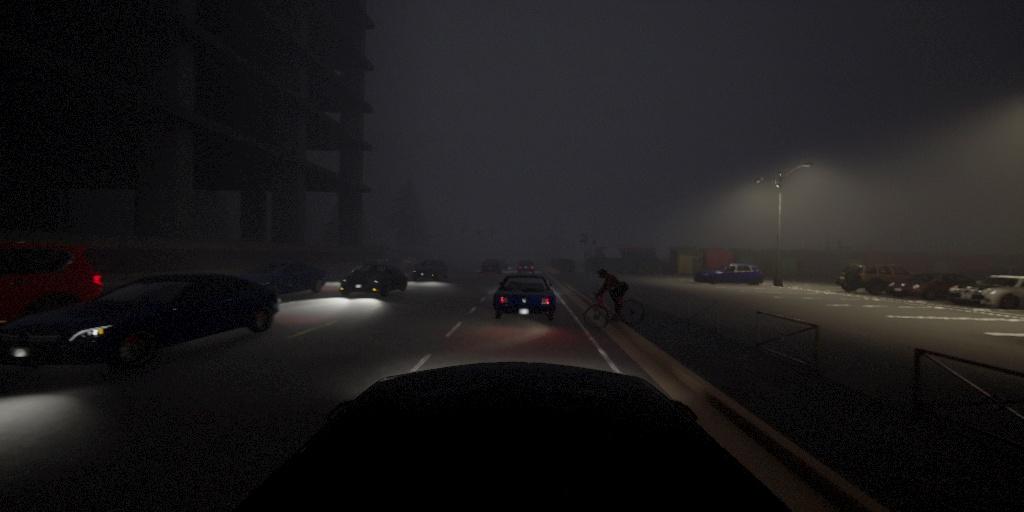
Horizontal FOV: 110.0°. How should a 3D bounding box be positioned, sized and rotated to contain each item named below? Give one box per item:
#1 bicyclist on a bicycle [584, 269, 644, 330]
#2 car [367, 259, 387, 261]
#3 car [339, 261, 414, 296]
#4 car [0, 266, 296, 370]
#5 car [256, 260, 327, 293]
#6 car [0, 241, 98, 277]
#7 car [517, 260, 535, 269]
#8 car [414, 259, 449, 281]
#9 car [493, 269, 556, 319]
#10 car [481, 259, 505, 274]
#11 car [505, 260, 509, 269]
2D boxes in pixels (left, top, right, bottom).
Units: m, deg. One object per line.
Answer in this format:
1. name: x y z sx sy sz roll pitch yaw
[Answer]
1. bicyclist on a bicycle: 2.696 1.140 9.714 1.656 1.620 0.582 -8 0 2
2. car: -9.715 0.964 25.602 1.812 1.442 4.674 1 0 2
3. car: -6.553 1.106 17.414 1.994 1.385 4.181 1 0 2
4. car: -6.933 1.100 7.443 1.812 1.442 4.674 1 0 2
5. car: -10.124 0.948 15.616 1.882 1.535 5.008 1 0 2
6. car: -10.513 0.723 5.890 2.150 2.045 5.566 1 0 2
7. car: 1.483 1.182 38.249 2.033 1.411 5.357 1 0 2
8. car: -6.137 1.015 27.399 1.837 1.490 4.892 1 0 2
9. car: 0.454 1.317 12.655 1.895 1.301 4.718 1 0 2
10. car: -2.055 1.038 37.207 1.882 1.535 5.008 1 0 2
11. car: -1.555 1.084 49.690 1.994 1.385 4.181 1 0 2
